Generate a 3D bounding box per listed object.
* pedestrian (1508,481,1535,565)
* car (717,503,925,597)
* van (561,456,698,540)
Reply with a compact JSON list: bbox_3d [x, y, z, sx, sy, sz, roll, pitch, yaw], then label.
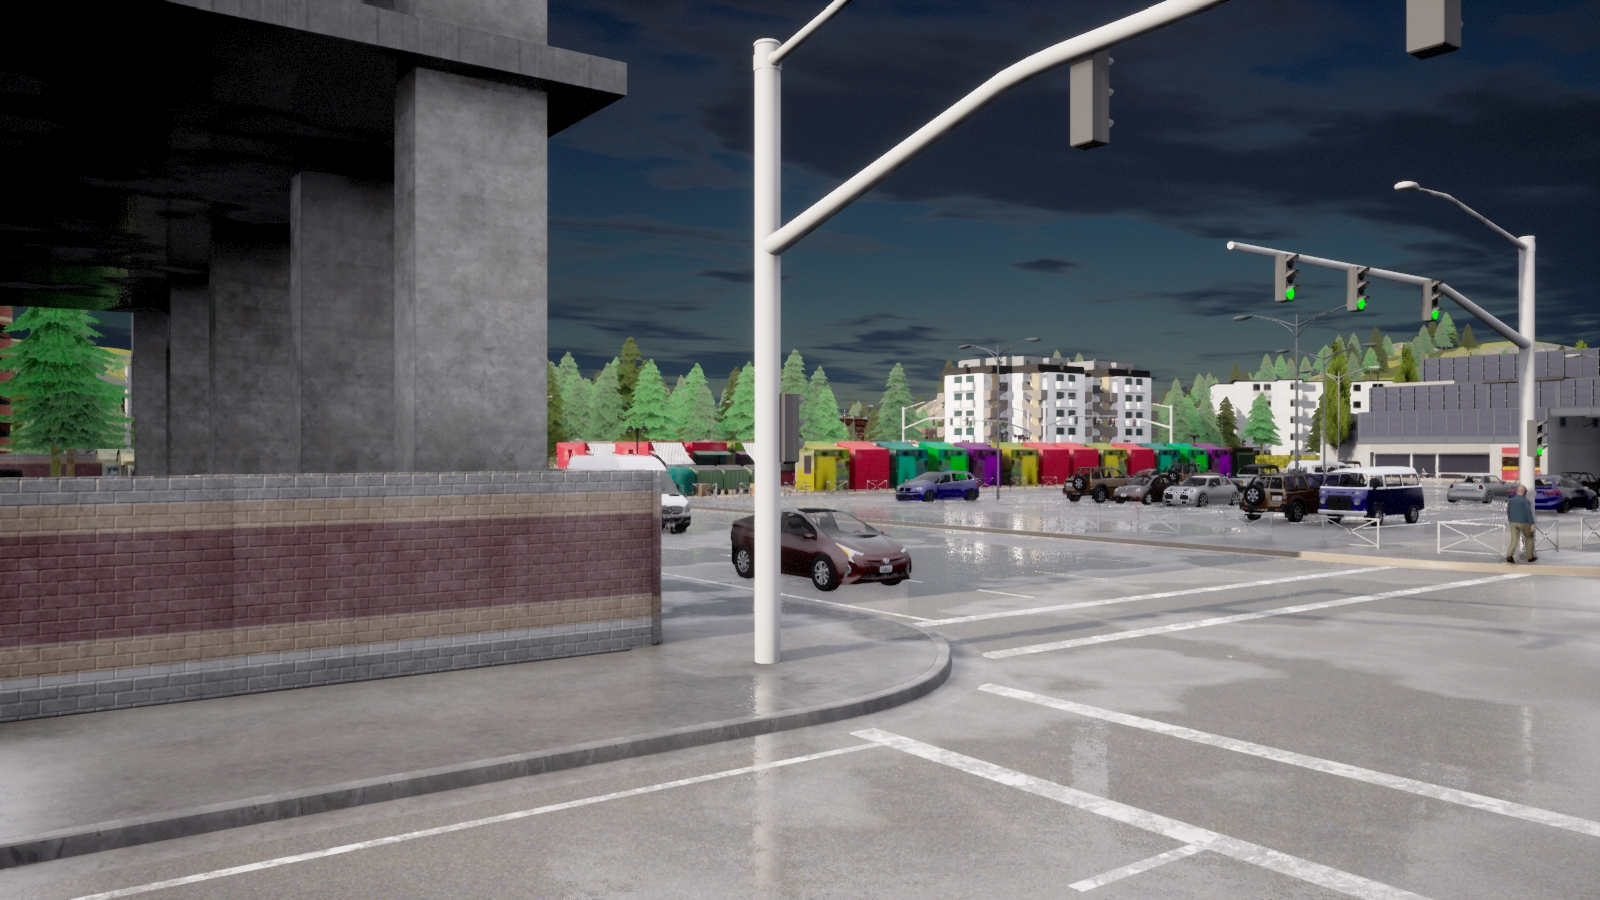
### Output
[{"bbox_3d":[16.383,1.648,25.954,0.375,1.860,0.375,0,0,-23],"label":"pedestrian"},{"bbox_3d":[0.324,1.984,23.786,2.007,1.525,4.514,0,0,-36],"label":"car"},{"bbox_3d":[-5.768,1.479,38.009,1.988,2.561,5.915,0,0,-36],"label":"van"}]
